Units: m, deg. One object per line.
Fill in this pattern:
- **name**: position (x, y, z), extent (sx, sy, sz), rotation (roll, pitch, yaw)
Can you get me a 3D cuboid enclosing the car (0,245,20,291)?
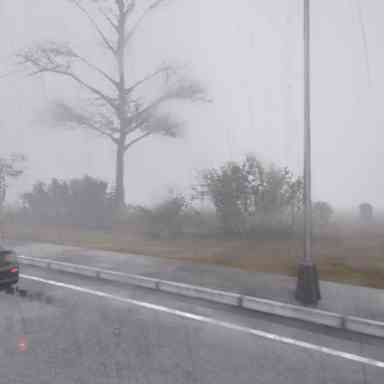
- **car**: position (-5.815, 1.493, 7.490), extent (4.674, 1.442, 1.812), rotation (0, 0, 31)
